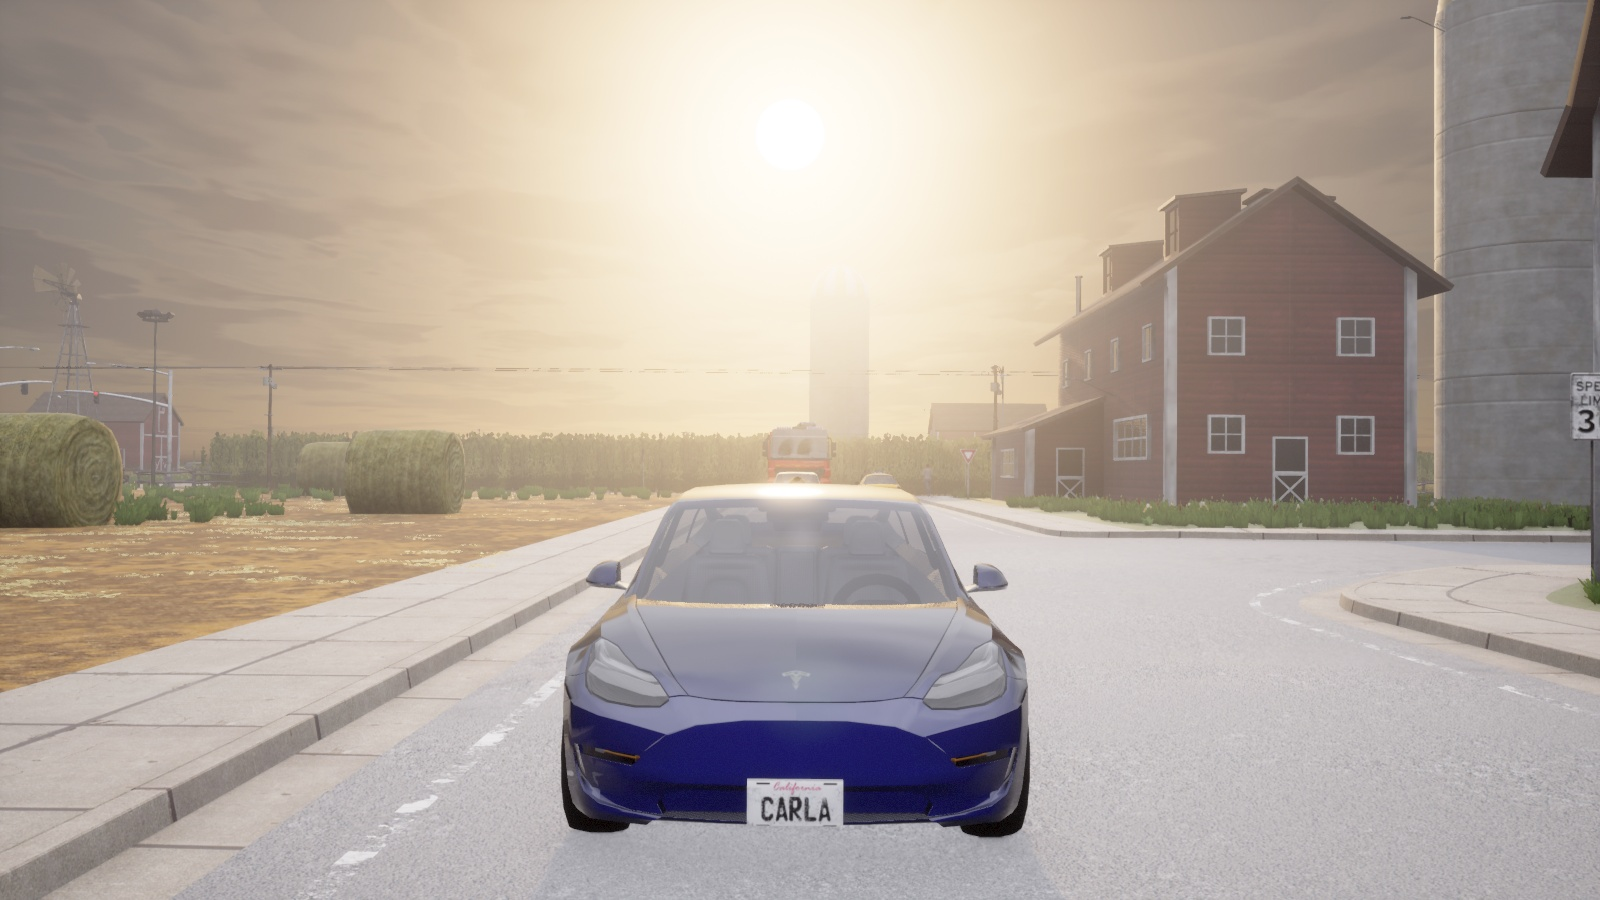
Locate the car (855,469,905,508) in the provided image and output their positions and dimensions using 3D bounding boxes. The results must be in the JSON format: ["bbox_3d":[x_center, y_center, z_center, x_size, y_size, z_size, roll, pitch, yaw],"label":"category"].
[{"bbox_3d":[3.377,1.618,53.852,1.801,1.575,5.366,0,-1,0],"label":"car"}]

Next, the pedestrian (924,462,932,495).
[{"bbox_3d":[7.095,1.594,69.527,0.354,1.836,0.706,0,-1,-1],"label":"pedestrian"}]

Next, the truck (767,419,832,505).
[{"bbox_3d":[-0.120,0.614,60.186,2.891,3.827,8.468,0,-1,-2],"label":"truck"}]

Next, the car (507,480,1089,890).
[{"bbox_3d":[-0.011,0.931,7.078,2.163,1.488,4.792,0,-1,0],"label":"car"}]

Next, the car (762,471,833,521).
[{"bbox_3d":[-0.090,1.415,40.106,2.128,1.511,4.902,0,-1,0],"label":"car"}]
